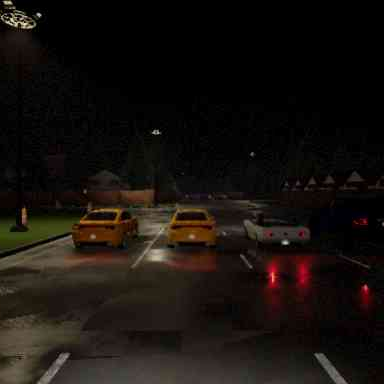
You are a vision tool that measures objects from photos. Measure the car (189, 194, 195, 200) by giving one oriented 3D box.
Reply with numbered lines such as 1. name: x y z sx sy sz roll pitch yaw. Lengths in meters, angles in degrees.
1. car: 0.000 1.424 90.257 2.128 1.511 4.902 0 0 0

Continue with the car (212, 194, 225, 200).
1. car: 7.000 1.477 89.872 1.895 1.301 4.718 0 0 0

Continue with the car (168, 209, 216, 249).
1. car: 0.000 1.482 14.650 1.882 1.535 5.008 0 0 0

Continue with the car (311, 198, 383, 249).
1. car: 7.000 1.255 14.680 2.150 2.045 5.566 0 0 0

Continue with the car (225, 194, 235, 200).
1. car: 10.500 1.422 89.842 2.033 1.411 5.357 0 0 0

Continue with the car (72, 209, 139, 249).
1. car: -3.604 1.482 14.650 1.882 1.535 5.008 0 0 0

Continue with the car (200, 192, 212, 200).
1. car: 3.500 1.420 89.809 2.033 1.411 5.357 0 0 0

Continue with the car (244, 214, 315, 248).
1. car: 3.500 1.613 14.680 1.895 1.301 4.718 0 0 0
